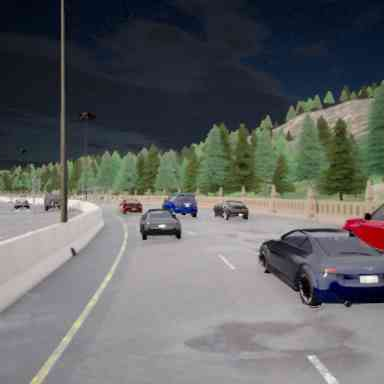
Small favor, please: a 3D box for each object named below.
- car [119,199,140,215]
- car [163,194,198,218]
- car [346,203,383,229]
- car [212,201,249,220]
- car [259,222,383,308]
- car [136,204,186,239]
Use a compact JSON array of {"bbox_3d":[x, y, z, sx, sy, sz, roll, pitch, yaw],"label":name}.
[{"bbox_3d":[-6.459,1.504,34.669,1.882,1.535,5.008,0,0,-20],"label":"car"},{"bbox_3d":[-1.165,1.227,30.011,2.150,2.045,5.566,0,0,-17],"label":"car"},{"bbox_3d":[6.483,1.196,9.379,2.150,2.045,5.566,0,0,-5],"label":"car"},{"bbox_3d":[3.117,1.493,27.656,1.837,1.490,4.892,0,0,-14],"label":"car"},{"bbox_3d":[3.037,1.552,8.019,1.994,1.385,4.181,0,0,-5],"label":"car"},{"bbox_3d":[-1.763,1.571,17.603,1.994,1.385,4.181,0,0,-10],"label":"car"}]
